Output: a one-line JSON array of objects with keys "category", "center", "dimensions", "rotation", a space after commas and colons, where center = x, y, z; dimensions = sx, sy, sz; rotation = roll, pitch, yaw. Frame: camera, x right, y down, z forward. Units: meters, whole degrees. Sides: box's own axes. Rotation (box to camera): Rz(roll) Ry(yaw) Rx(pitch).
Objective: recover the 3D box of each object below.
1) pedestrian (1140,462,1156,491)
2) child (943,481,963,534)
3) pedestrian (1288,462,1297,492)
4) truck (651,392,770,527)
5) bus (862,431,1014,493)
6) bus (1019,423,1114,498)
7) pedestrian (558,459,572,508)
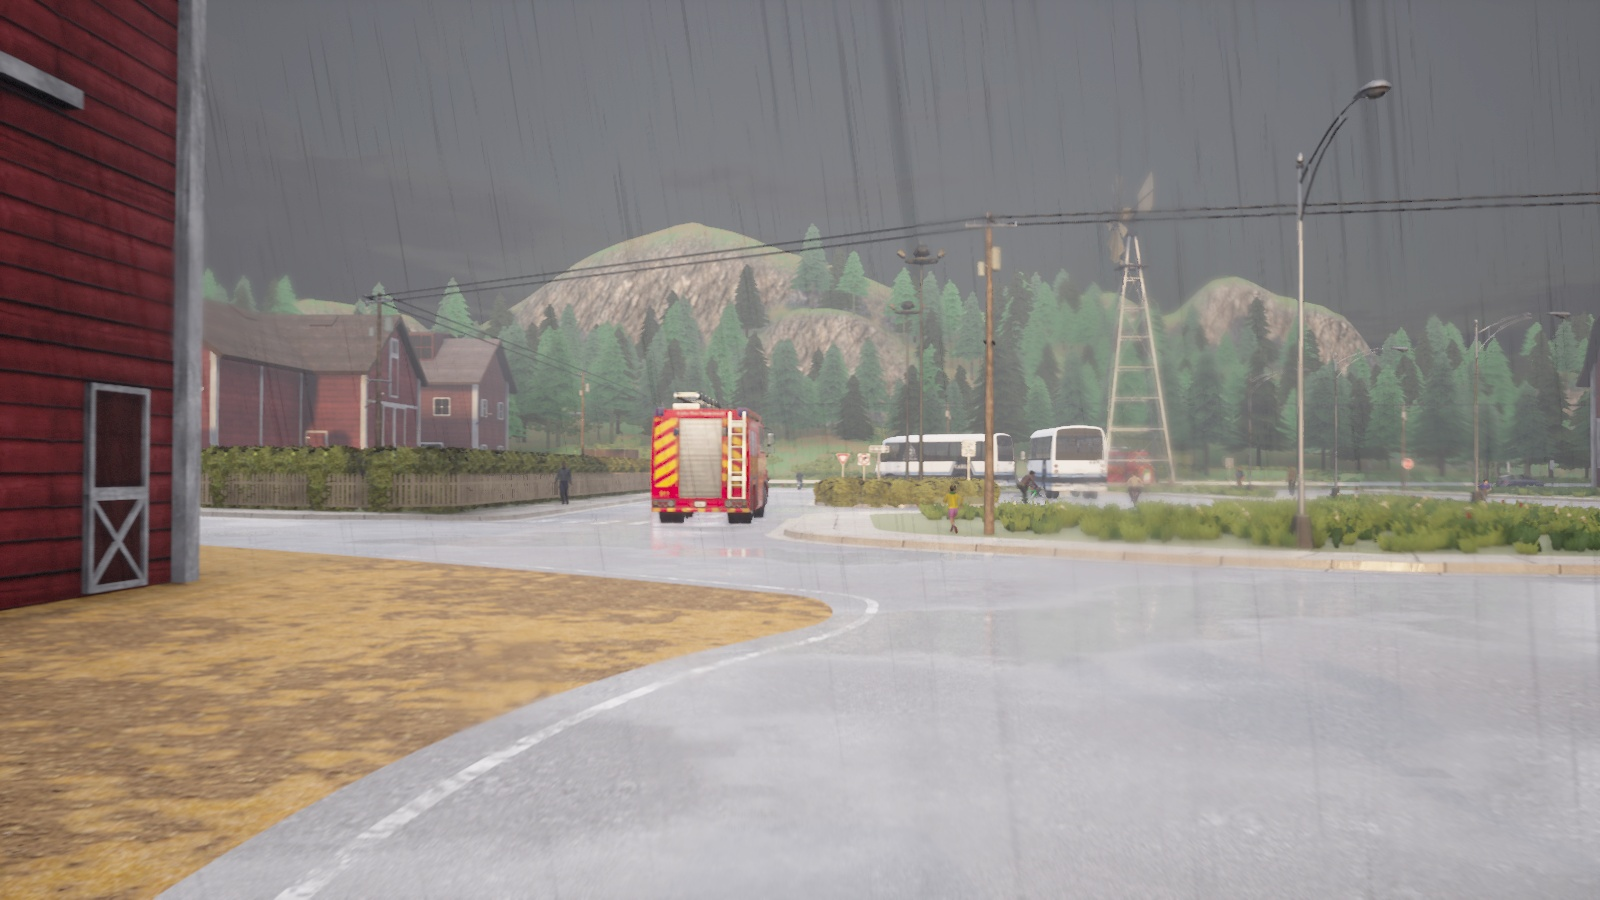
[{"category": "pedestrian", "center": [23.780, 1.820, 85.887], "dimensions": [0.659, 1.952, 0.873], "rotation": [0, -1, -22]}, {"category": "child", "center": [3.387, 1.262, 27.855], "dimensions": [0.299, 1.160, 0.473], "rotation": [0, -1, -10]}, {"category": "pedestrian", "center": [29.669, 1.626, 75.710], "dimensions": [0.331, 1.846, 0.634], "rotation": [0, -1, 5]}, {"category": "truck", "center": [-2.655, 0.334, 40.092], "dimensions": [2.891, 3.827, 8.468], "rotation": [0, -1, 2]}, {"category": "bus", "center": [9.987, 0.933, 91.345], "dimensions": [10.273, 4.253, 3.944], "rotation": [-1, -1, 33]}, {"category": "bus", "center": [16.139, 0.666, 76.860], "dimensions": [3.944, 4.253, 10.273], "rotation": [0, -1, 2]}, {"category": "pedestrian", "center": [-9.389, 1.349, 50.198], "dimensions": [0.423, 1.949, 0.788], "rotation": [0, -1, -1]}]
